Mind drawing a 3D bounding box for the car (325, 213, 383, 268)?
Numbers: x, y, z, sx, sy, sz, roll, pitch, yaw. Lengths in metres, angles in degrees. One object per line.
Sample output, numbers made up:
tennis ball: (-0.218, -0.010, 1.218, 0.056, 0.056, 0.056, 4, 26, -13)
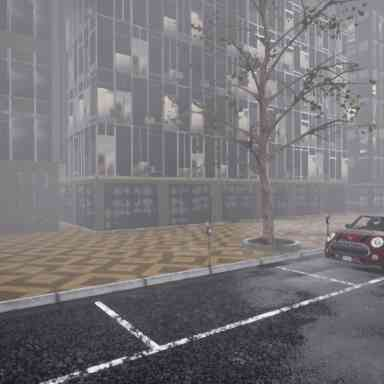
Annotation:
car: (6.198, 1.439, 10.990, 4.097, 1.590, 1.967, 0, 0, -36)
